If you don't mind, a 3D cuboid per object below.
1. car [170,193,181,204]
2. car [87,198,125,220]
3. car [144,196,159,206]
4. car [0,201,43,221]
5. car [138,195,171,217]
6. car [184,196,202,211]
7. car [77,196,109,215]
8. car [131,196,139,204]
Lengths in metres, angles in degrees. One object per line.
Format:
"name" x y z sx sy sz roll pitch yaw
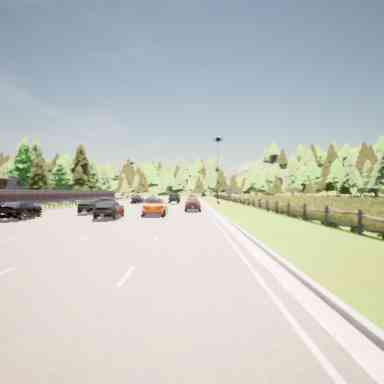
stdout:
"car" -3.416 1.213 65.741 2.150 2.045 5.566 0 0 0
"car" -6.905 1.502 27.876 1.837 1.490 4.892 0 0 0
"car" -6.912 1.472 57.131 1.882 1.535 5.008 0 0 0
"car" -13.906 1.474 26.991 1.882 1.535 5.008 0 0 0
"car" -3.409 1.350 31.332 2.097 1.767 4.553 0 0 0
"car" 0.088 1.523 39.693 1.812 1.442 4.674 0 0 0
"car" -10.408 1.500 34.516 1.837 1.490 4.892 0 0 0
"car" -10.416 1.497 63.888 1.837 1.490 4.892 0 0 0
